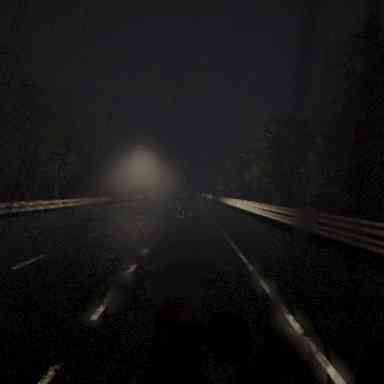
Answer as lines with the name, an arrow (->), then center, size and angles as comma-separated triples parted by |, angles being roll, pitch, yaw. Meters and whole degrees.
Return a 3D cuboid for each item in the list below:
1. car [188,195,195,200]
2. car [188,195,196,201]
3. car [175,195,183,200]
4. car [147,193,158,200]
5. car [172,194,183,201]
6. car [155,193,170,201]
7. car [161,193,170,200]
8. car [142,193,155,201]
car -> -0.019, 1.446, 89.050 | 1.837, 1.490, 4.892 | 0, 0, 0
car -> -0.017, 1.400, 79.038 | 1.994, 1.385, 4.181 | 0, 0, 0
car -> -3.518, 1.499, 89.049 | 1.994, 1.385, 4.181 | 0, 0, 0
car -> -10.519, 1.171, 89.078 | 2.150, 2.045, 5.566 | 0, 0, 0
car -> -3.516, 1.202, 78.974 | 2.097, 1.767, 4.553 | 0, 0, 0
car -> -7.017, 1.442, 79.067 | 1.895, 1.301, 4.718 | 0, 0, 0
car -> -7.019, 1.171, 89.079 | 2.150, 2.045, 5.566 | 0, 0, 0
car -> -10.517, 1.201, 79.006 | 2.097, 1.767, 4.553 | 0, 0, 0
